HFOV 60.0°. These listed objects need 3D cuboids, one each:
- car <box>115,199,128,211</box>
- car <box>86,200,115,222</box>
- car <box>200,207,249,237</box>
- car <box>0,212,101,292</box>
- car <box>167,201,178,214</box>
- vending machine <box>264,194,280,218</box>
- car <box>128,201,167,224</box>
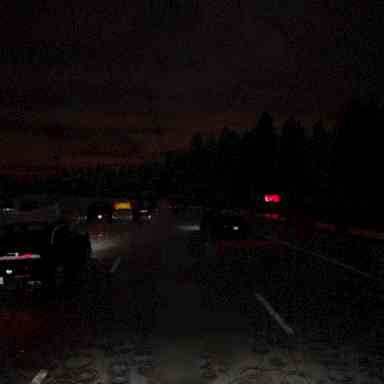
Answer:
[{"bbox_3d":[-9.088,1.589,41.999,1.882,1.535,5.008,0,0,-21],"label":"car"},{"bbox_3d":[-7.475,1.581,26.923,1.837,1.490,4.892,0,0,-16],"label":"car"},{"bbox_3d":[1.698,1.558,18.294,1.812,1.442,4.674,0,0,-10],"label":"car"},{"bbox_3d":[-4.047,1.521,8.898,2.128,1.511,4.902,0,0,-5],"label":"car"},{"bbox_3d":[-3.079,1.630,36.237,2.033,1.411,5.357,0,0,-20],"label":"car"},{"bbox_3d":[7.197,1.236,29.987,1.100,2.100,0.880,0,0,-15],"label":"vending machine"},{"bbox_3d":[-3.564,1.556,25.828,2.128,1.511,4.902,0,0,-14],"label":"car"}]
